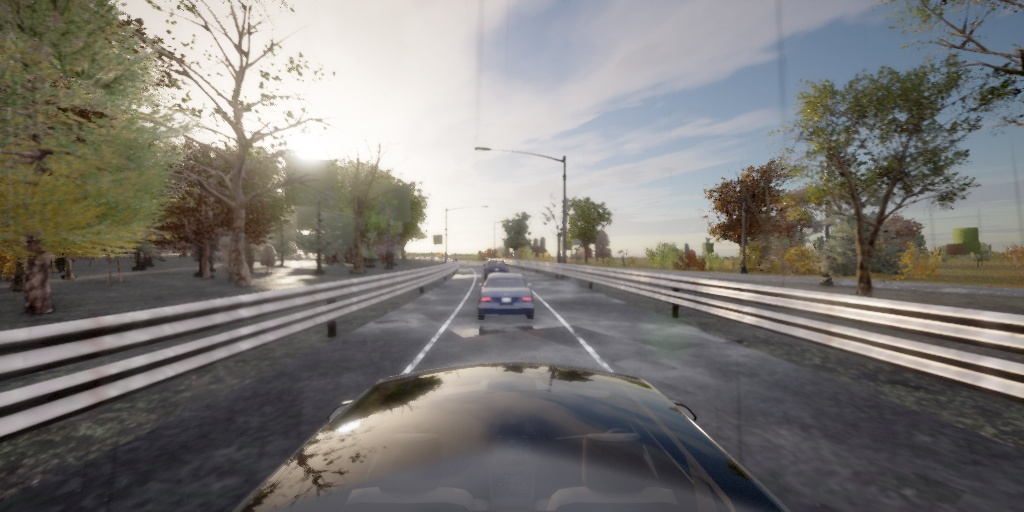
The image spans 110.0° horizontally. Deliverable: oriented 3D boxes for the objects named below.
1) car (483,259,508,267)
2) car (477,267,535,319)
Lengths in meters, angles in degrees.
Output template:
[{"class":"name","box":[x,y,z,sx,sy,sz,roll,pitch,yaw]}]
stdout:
[{"class":"car","box":[-1.413,1.108,31.253,2.097,1.767,4.553,0,0,-5]},{"class":"car","box":[-0.236,1.303,12.777,2.033,1.411,5.357,0,0,-2]}]
